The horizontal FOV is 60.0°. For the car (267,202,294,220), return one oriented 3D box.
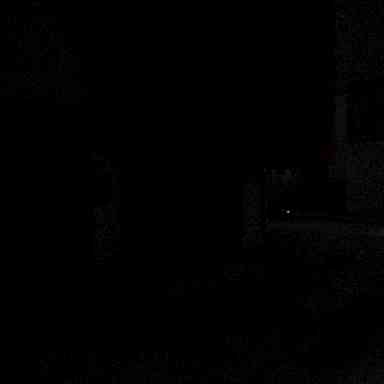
[{"bbox_3d":[6.560,1.563,28.142,1.994,1.385,4.181,0,0,-34],"label":"car"}]
